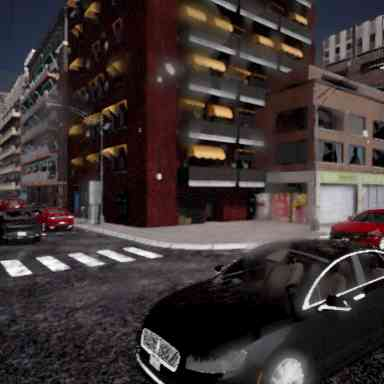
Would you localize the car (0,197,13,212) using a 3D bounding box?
[{"bbox_3d":[-25.313,1.666,43.946,2.192,1.841,5.009,-1,0,-36],"label":"car"}]

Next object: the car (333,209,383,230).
[{"bbox_3d":[7.538,1.422,13.178,5.008,1.535,1.882,0,0,-33],"label":"car"}]

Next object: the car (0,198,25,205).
[{"bbox_3d":[-18.671,1.577,34.770,2.192,1.841,5.009,-1,0,-36],"label":"car"}]

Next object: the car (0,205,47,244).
[{"bbox_3d":[-8.820,1.605,16.537,1.837,1.490,4.892,-1,0,-35],"label":"car"}]

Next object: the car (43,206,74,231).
[{"bbox_3d":[-8.905,1.677,21.285,1.887,1.381,4.507,-1,0,-36],"label":"car"}]

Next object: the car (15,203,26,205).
[{"bbox_3d":[-12.025,1.739,25.595,1.947,1.339,4.313,-1,0,-36],"label":"car"}]

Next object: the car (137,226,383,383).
[{"bbox_3d":[1.595,1.507,4.831,4.892,1.490,1.837,0,0,-36],"label":"car"}]
